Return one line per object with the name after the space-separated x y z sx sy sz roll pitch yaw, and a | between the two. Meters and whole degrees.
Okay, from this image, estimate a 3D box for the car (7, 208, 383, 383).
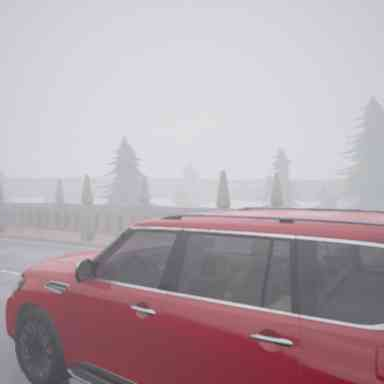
0.265 1.202 3.618 5.566 2.045 2.150 0 0 35 | car
